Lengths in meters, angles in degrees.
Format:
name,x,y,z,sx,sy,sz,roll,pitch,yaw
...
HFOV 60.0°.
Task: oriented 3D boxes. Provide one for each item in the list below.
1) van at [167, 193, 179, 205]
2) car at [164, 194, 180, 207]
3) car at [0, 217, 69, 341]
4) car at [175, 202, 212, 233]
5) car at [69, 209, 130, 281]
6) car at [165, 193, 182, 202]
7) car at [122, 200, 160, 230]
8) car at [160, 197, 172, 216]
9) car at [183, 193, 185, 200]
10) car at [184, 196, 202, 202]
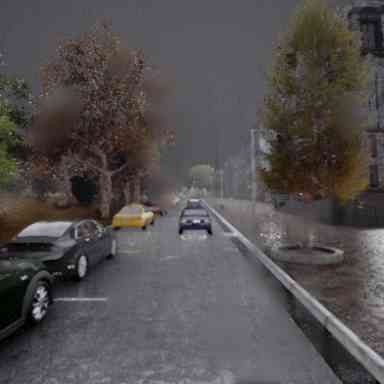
name,x,y,z,sx,sy,sz,roll,pitch,yaw
van,-3.384,1.203,60.126,1.878,1.987,4.442,0,0,2
car,-3.439,1.445,48.864,2.097,1.535,5.008,0,0,2
car,-3.641,1.357,4.270,2.185,1.767,4.553,0,0,2
car,0.180,1.547,19.467,2.033,1.411,5.357,0,0,0
car,-3.614,1.484,9.866,2.231,1.521,4.892,0,0,2
car,-3.413,1.185,54.468,2.435,2.045,5.566,0,0,2
car,-3.556,1.476,21.200,1.946,1.575,5.366,0,0,2
car,-3.512,1.499,32.186,2.163,1.488,4.792,0,0,2
car,-3.338,1.417,71.144,2.097,1.535,5.008,0,0,2
car,0.283,1.501,41.724,1.812,1.442,4.674,0,0,0
